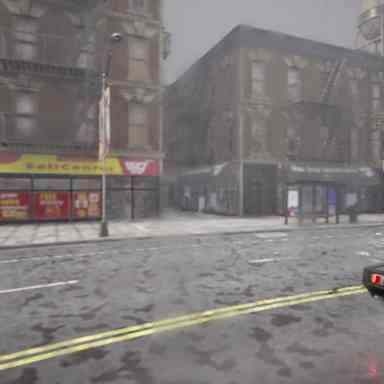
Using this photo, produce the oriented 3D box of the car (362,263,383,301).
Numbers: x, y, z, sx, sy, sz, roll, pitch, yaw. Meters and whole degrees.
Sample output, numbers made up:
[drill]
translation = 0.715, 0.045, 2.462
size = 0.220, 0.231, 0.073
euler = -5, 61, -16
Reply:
[car]
translation = 5.633, 1.596, 6.280
size = 4.718, 1.301, 1.895
euler = 0, 0, -24
